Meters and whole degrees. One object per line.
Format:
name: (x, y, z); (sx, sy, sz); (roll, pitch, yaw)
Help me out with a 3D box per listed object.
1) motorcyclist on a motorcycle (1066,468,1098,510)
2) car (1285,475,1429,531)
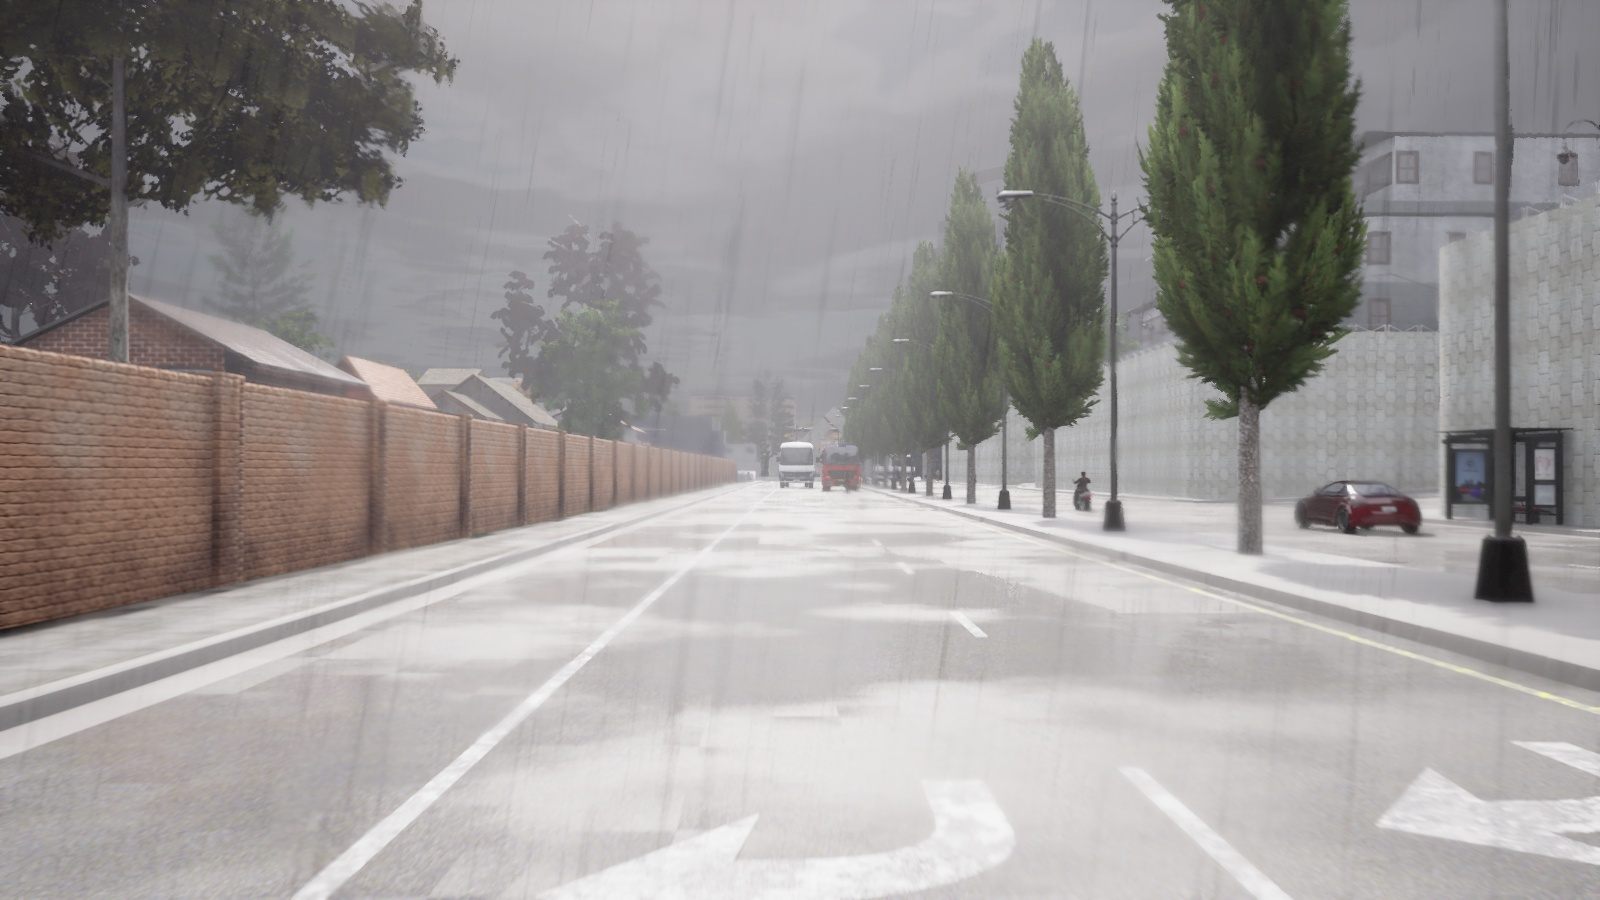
motorcyclist on a motorcycle: (11.376, 1.563, 50.718); (0.766, 1.649, 2.350); (0, -1, 0)
car: (14.918, 1.386, 33.898); (1.994, 1.385, 4.181); (0, -1, 0)
